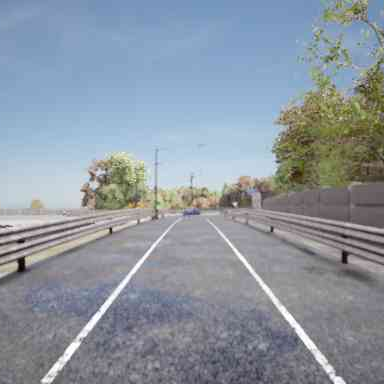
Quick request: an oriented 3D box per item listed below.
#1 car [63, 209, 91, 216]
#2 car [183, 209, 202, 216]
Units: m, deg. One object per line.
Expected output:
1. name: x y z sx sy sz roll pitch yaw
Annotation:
1. car: -16.755 3.195 48.952 4.181 1.385 1.994 3 -4 -42
2. car: 0.111 4.228 67.534 1.812 1.442 4.674 -2 -4 36
